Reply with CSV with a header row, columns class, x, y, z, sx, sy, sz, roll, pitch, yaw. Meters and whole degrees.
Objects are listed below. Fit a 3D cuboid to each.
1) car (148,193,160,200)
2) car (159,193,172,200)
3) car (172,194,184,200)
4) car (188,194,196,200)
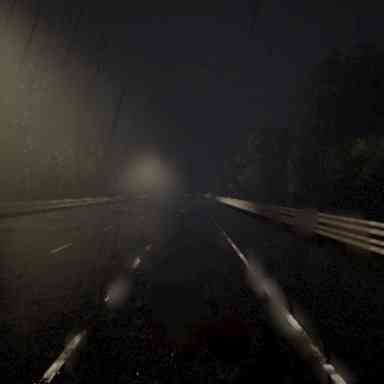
class,x,y,z,sx,sy,sz,roll,pitch,yaw
car,-10.502,1.214,89.018,2.097,1.767,4.553,0,0,0
car,-7.001,1.454,89.079,1.895,1.301,4.718,0,0,0
car,-3.501,1.214,88.984,2.097,1.767,4.553,0,0,0
car,-0.001,1.411,89.048,1.994,1.385,4.181,0,0,0
